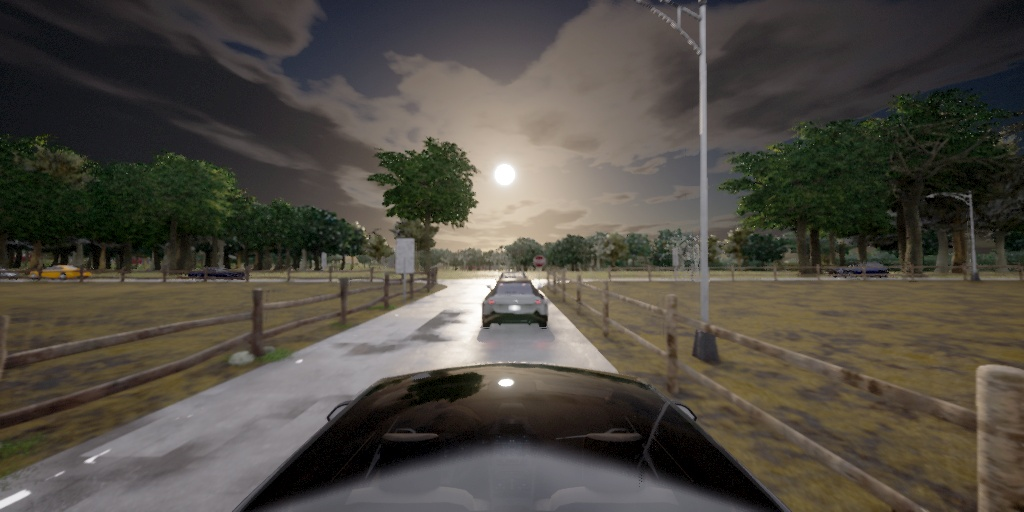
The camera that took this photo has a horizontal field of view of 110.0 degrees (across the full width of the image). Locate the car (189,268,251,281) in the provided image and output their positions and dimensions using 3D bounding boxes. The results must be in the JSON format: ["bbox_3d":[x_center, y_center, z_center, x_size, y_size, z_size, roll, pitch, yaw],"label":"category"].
[{"bbox_3d":[-28.066,1.765,34.600,4.718,1.301,1.895,0,-2,0],"label":"car"}]

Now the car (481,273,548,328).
[{"bbox_3d":[0.081,1.424,11.847,1.994,1.385,4.181,0,-1,0],"label":"car"}]

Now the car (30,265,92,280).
[{"bbox_3d":[-47.108,1.746,37.471,5.008,1.535,1.882,0,-2,1],"label":"car"}]

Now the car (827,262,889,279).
[{"bbox_3d":[34.919,1.394,36.358,4.553,1.767,2.097,-1,-2,9],"label":"car"}]

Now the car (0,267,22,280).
[{"bbox_3d":[-50.664,1.648,34.658,4.902,1.511,2.128,0,-2,0],"label":"car"}]
